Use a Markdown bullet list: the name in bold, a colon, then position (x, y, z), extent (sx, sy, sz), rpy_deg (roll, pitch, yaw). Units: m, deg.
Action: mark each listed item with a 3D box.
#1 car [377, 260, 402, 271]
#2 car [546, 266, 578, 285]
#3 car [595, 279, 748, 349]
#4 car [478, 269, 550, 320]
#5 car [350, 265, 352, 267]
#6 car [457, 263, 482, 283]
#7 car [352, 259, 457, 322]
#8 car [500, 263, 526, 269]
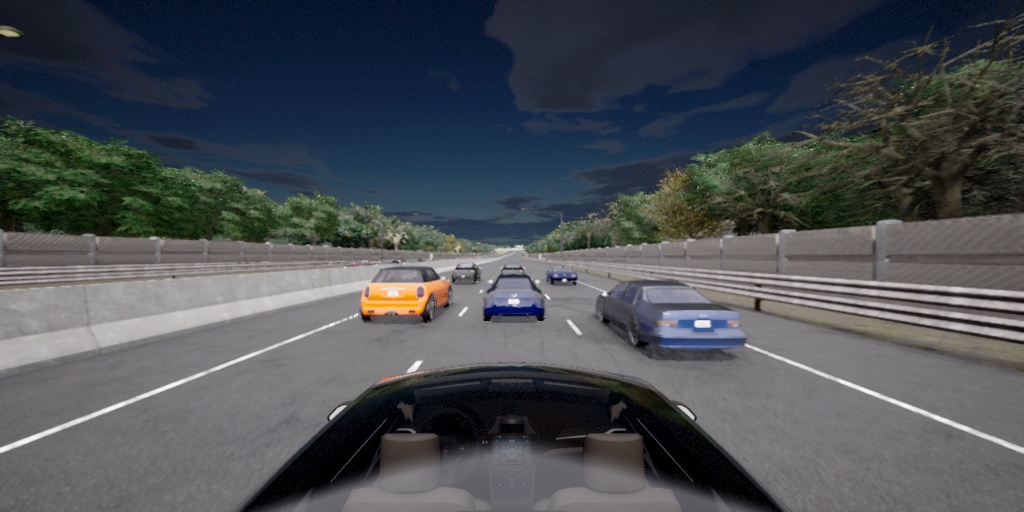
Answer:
- **car**: position (-17.571, 1.300, 51.552), extent (1.837, 1.490, 4.892), rpy_deg (0, 0, 0)
- **car**: position (3.558, 1.369, 26.463), extent (1.895, 1.301, 4.718), rpy_deg (0, 0, 0)
- **car**: position (3.547, 1.302, 9.150), extent (2.033, 1.411, 5.357), rpy_deg (0, 0, 1)
- **car**: position (0.070, 1.321, 12.632), extent (1.994, 1.385, 4.181), rpy_deg (0, 0, 0)
- **car**: position (-21.068, 1.395, 50.600), extent (1.895, 1.301, 4.718), rpy_deg (0, 0, 0)
- **car**: position (-3.432, 1.261, 27.820), extent (2.128, 1.511, 4.902), rpy_deg (0, 0, 0)
- **car**: position (-3.431, 1.107, 12.509), extent (2.097, 1.767, 4.553), rpy_deg (0, 0, 0)
- **car**: position (0.068, 1.261, 27.840), extent (2.128, 1.511, 4.902), rpy_deg (0, 0, 0)
